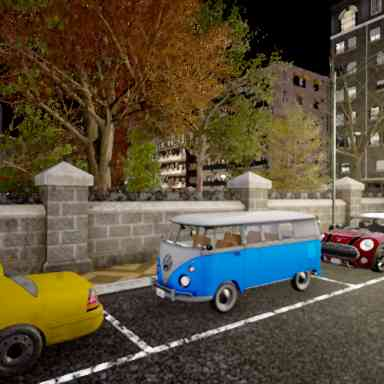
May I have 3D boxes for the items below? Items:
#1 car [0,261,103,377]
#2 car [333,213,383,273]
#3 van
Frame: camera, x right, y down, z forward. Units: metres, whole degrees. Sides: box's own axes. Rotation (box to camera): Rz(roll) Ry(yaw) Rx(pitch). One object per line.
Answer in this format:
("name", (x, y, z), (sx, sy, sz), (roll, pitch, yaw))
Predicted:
("car", (-3.581, 1.526, 3.995), (4.829, 1.417, 1.752), (0, 1, -35))
("car", (5.704, 1.435, 10.603), (4.097, 1.590, 1.967), (0, 1, -35))
("van", (1.132, 1.339, 7.347), (3.998, 1.788, 1.690), (0, 1, -35))
